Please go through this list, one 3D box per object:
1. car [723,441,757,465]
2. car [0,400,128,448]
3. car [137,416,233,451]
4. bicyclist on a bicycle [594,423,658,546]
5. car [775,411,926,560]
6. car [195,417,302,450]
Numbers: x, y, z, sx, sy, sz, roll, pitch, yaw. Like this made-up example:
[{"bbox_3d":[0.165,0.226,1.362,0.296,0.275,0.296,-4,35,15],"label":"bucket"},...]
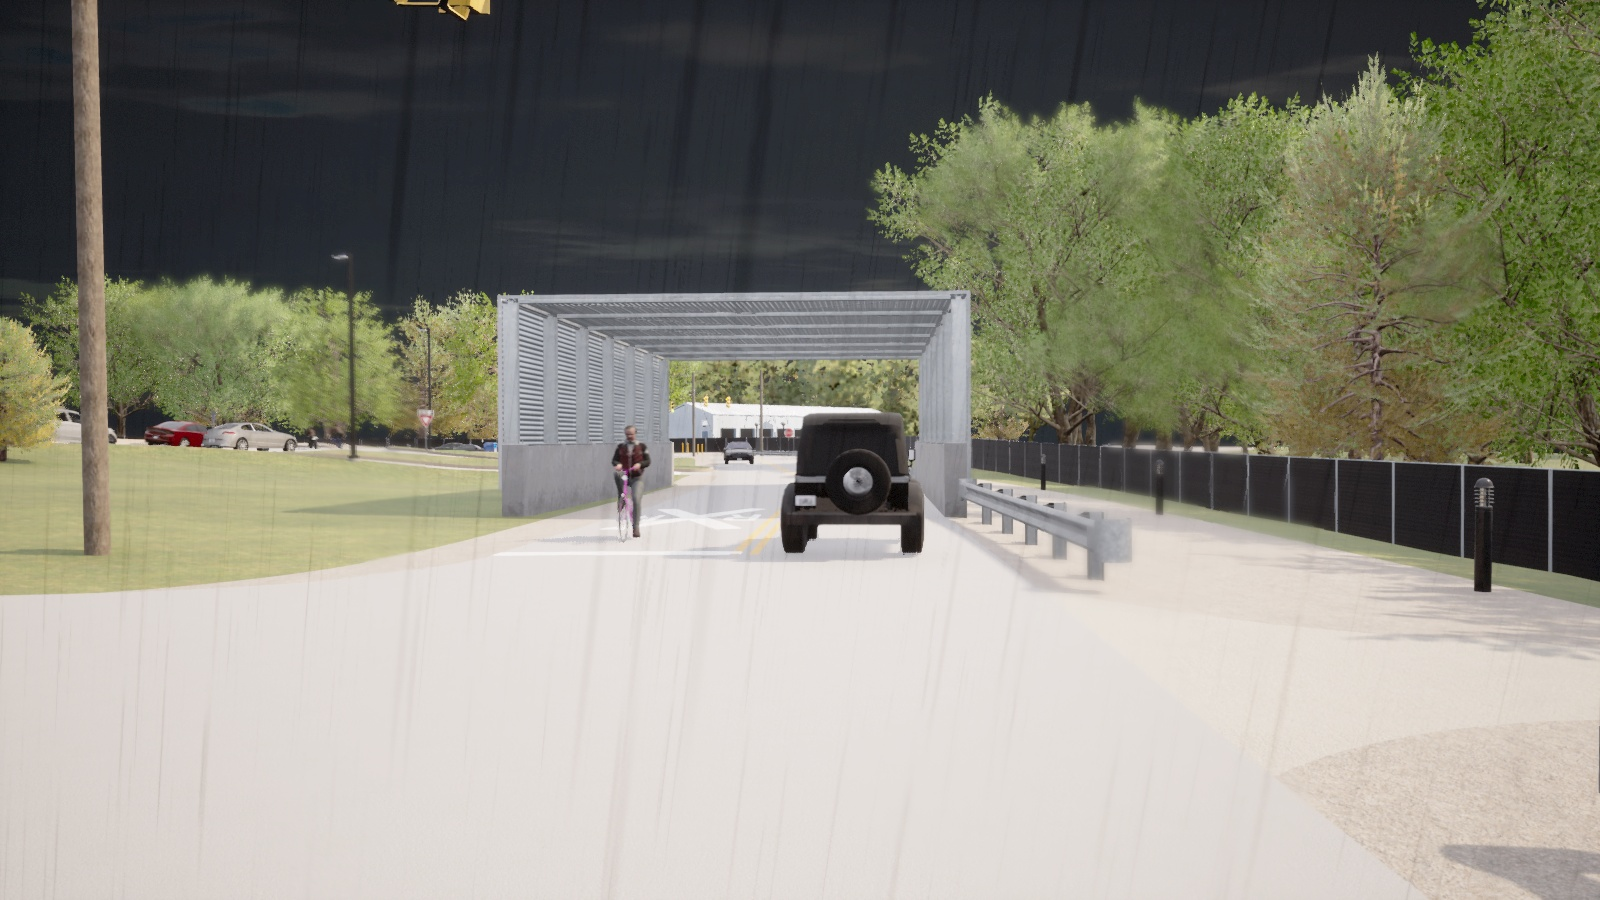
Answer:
[{"bbox_3d":[-3.774,0.163,77.808,2.033,1.411,5.357,0,1,-3],"label":"car"},{"bbox_3d":[-31.958,-1.101,54.255,2.242,1.667,4.611,4,-1,25],"label":"car"},{"bbox_3d":[-32.836,-0.847,67.236,1.882,1.535,5.008,7,1,11],"label":"car"},{"bbox_3d":[-2.615,0.503,19.078,0.659,1.776,1.843,0,0,2],"label":"bicyclist on a bicycle"},{"bbox_3d":[0.794,0.429,17.796,1.905,1.878,3.866,0,0,5],"label":"car"},{"bbox_3d":[-28.709,-0.817,65.542,2.152,1.651,5.027,0,0,22],"label":"car"}]
